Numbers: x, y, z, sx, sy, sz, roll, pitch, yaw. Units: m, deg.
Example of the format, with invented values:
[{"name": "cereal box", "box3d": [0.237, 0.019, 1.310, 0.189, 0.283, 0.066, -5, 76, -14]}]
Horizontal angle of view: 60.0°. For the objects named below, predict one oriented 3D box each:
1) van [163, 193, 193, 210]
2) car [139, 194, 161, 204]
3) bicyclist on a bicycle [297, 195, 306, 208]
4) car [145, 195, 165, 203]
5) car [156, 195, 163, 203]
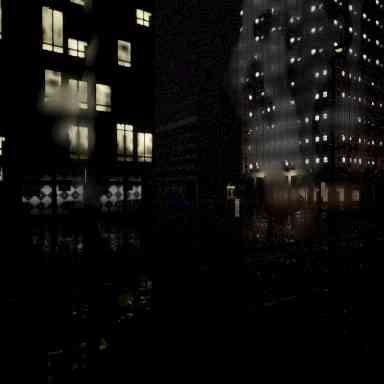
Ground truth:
[{"name": "van", "box3d": [-1.474, 1.210, 40.252, 1.690, 1.788, 3.998, 0, 0, -34]}, {"name": "car", "box3d": [-7.624, 1.205, 59.592, 1.882, 1.535, 5.008, -1, 1, -34]}, {"name": "bicyclist on a bicycle", "box3d": [12.917, 1.117, 39.213, 1.656, 1.620, 0.582, -1, 1, -34]}, {"name": "car", "box3d": [-6.996, 1.238, 63.289, 1.887, 1.381, 4.507, 0, 0, -34]}, {"name": "car", "box3d": [-3.883, 1.035, 58.707, 2.192, 1.841, 5.009, 0, 0, -34]}]
